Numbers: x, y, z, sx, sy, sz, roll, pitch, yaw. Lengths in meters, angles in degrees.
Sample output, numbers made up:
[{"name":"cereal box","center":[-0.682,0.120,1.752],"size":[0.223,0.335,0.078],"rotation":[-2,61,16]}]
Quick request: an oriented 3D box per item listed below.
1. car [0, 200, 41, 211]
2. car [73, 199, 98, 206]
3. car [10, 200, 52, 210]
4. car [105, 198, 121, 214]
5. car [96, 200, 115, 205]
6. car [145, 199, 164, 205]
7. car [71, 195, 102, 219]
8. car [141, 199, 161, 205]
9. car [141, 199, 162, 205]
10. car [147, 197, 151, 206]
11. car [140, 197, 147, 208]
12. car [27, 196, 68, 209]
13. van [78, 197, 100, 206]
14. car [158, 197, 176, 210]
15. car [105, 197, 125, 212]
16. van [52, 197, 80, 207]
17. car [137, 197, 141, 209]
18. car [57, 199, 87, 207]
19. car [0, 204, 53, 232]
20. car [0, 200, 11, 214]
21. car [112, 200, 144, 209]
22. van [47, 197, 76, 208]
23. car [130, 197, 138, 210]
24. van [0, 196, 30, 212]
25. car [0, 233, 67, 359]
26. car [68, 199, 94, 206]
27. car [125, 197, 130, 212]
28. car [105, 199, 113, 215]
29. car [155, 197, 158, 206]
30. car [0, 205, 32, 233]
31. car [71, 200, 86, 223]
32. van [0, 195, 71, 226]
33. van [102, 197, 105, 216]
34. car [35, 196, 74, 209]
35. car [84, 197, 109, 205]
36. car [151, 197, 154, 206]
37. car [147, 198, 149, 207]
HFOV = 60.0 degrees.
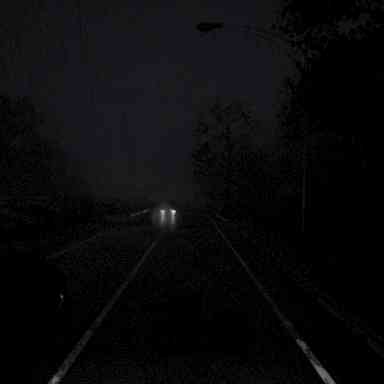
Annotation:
[{"name":"car","center":[-23.418,1.870,45.543],"size":[4.674,1.452,2.002],"rotation":[0,-1,0]},{"name":"car","center":[-23.449,2.337,73.233],"size":[4.792,1.488,2.163],"rotation":[0,-1,0]},{"name":"car","center":[-23.411,1.878,48.439],"size":[5.008,1.535,2.097],"rotation":[0,-1,0]},{"name":"car","center":[-10.328,1.646,34.459],"size":[5.008,1.535,2.097],"rotation":[0,-1,0]},{"name":"car","center":[-23.420,2.762,89.971],"size":[4.674,1.452,2.002],"rotation":[0,-1,0]},{"name":"car","center":[-10.349,2.791,92.737],"size":[5.008,1.535,2.097],"rotation":[0,-1,0]},{"name":"car","center":[-10.361,1.258,26.136],"size":[5.566,2.045,2.435],"rotation":[0,-1,0]},{"name":"car","center":[-10.349,2.582,84.411],"size":[4.892,1.521,2.231],"rotation":[0,-1,0]},{"name":"car","center":[-10.528,2.648,87.187],"size":[5.366,1.575,1.946],"rotation":[0,-1,0]},{"name":"car","center":[-10.309,2.089,59.441],"size":[4.792,1.488,2.163],"rotation":[0,-1,0]},{"name":"car","center":[-10.151,1.919,51.114],"size":[5.366,1.575,1.946],"rotation":[0,-1,0]},{"name":"car","center":[-23.389,1.718,53.983],"size":[5.566,2.045,2.435],"rotation":[0,-1,0]},{"name":"van","center":[-23.538,2.146,76.009],"size":[4.442,1.987,1.878],"rotation":[0,-1,0]},{"name":"car","center":[-3.390,1.883,48.619],"size":[1.837,1.490,4.892],"rotation":[0,-1,0]},{"name":"car","center":[-10.303,1.567,37.238],"size":[4.553,1.767,2.185],"rotation":[0,-1,0]},{"name":"van","center":[-23.535,1.881,62.292],"size":[4.442,1.987,1.878],"rotation":[0,-1,0]},{"name":"car","center":[-10.343,1.877,48.339],"size":[4.892,1.521,2.231],"rotation":[0,-1,0]},{"name":"car","center":[-23.424,2.152,65.058],"size":[5.008,1.535,2.097],"rotation":[0,-1,0]},{"name":"car","center":[-10.334,1.531,17.823],"size":[4.674,1.452,2.002],"rotation":[0,0,0]},{"name":"car","center":[-23.409,1.695,37.359],"size":[5.008,1.535,2.097],"rotation":[0,-1,0]},{"name":"car","center":[-10.308,1.997,53.890],"size":[4.792,1.488,2.163],"rotation":[0,-1,0]},{"name":"van","center":[-23.301,1.835,59.522],"size":[4.442,1.987,1.878],"rotation":[0,-1,0]},{"name":"car","center":[-10.150,1.781,42.787],"size":[5.366,1.575,1.946],"rotation":[0,-1,0]},{"name":"van","center":[-23.532,1.558,42.778],"size":[4.442,1.987,1.878],"rotation":[0,-1,0]},{"name":"car","center":[-3.352,1.561,4.617],"size":[1.994,1.385,4.181],"rotation":[0,0,0]},{"name":"car","center":[-23.449,2.282,70.594],"size":[4.792,1.488,2.163],"rotation":[0,-1,0]},{"name":"car","center":[-10.304,1.613,40.013],"size":[4.553,1.767,2.185],"rotation":[0,-1,0]},{"name":"car","center":[-10.336,1.641,31.683],"size":[4.674,1.452,2.002],"rotation":[0,-1,0]},{"name":"car","center":[-10.334,2.252,70.546],"size":[4.892,1.521,2.231],"rotation":[0,-1,0]},{"name":"car","center":[-10.301,1.519,15.046],"size":[4.792,1.488,2.163],"rotation":[0,0,0]},{"name":"car","center":[-10.361,1.523,23.382],"size":[4.792,1.488,2.163],"rotation":[0,0,0]},{"name":"van","center":[-10.215,1.266,20.600],"size":[4.442,1.987,1.878],"rotation":[0,0,0]},{"name":"van","center":[-10.216,1.329,28.912],"size":[4.442,1.987,1.878],"rotation":[0,-1,0]},{"name":"car","center":[-23.389,1.764,56.753],"size":[5.566,2.045,2.435],"rotation":[0,-1,0]},{"name":"car","center":[-23.450,2.261,81.672],"size":[5.566,2.045,2.435],"rotation":[0,-1,0]},{"name":"car","center":[-10.369,2.181,64.993],"size":[4.792,1.488,2.163],"rotation":[0,-1,0]},{"name":"car","center":[-10.309,2.043,56.666],"size":[4.792,1.488,2.163],"rotation":[0,-1,0]}]
